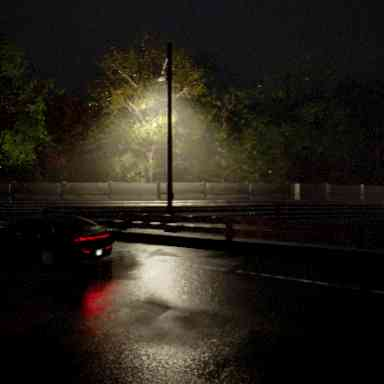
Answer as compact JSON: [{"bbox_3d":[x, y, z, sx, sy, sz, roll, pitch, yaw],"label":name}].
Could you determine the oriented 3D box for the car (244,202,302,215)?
[{"bbox_3d":[6.010,1.480,24.761,4.181,1.385,1.994,0,0,-10],"label":"car"}]

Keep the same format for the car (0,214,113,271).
[{"bbox_3d":[-4.778,1.483,10.807,4.892,1.490,1.837,0,0,30],"label":"car"}]
